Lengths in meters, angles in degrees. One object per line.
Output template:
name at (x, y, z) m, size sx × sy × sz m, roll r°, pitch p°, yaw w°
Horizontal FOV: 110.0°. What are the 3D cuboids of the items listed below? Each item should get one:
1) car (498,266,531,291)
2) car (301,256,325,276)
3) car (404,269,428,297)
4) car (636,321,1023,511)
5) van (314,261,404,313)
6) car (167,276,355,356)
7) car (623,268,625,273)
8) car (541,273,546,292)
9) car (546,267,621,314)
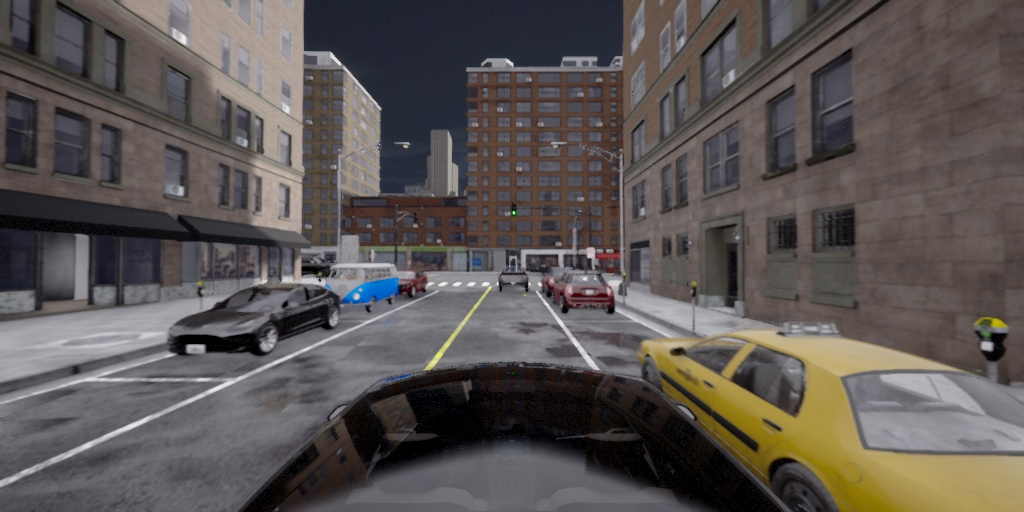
car at (0.176, 1.400, 23.257) m, size 2.128 × 1.511 × 4.902 m, roll 0°, pitch 0°, yaw 3°
car at (-18.389, 1.020, 32.705) m, size 5.566 × 2.045 × 2.150 m, roll 0°, pitch -1°, yaw 0°
car at (-5.855, 1.427, 19.781) m, size 1.888 × 1.381 × 4.507 m, roll 0°, pitch 0°, yaw 0°
car at (2.669, 1.287, 3.502) m, size 1.751 × 1.417 × 4.829 m, roll 0°, pitch 0°, yaw 0°
van at (-5.855, 1.182, 14.299) m, size 1.690 × 1.789 × 3.998 m, roll 0°, pitch 0°, yaw 0°
car at (-5.856, 1.367, 8.817) m, size 1.948 × 1.339 × 4.313 m, roll 0°, pitch 0°, yaw 0°
car at (14.451, 1.746, 42.434) m, size 4.674 × 1.442 × 1.812 m, roll 0°, pitch -1°, yaw 2°
car at (2.670, 1.322, 19.780) m, size 1.967 × 1.591 × 4.097 m, roll 0°, pitch 0°, yaw 0°
car at (2.670, 1.282, 14.297) m, size 1.967 × 1.591 × 4.097 m, roll 0°, pitch 0°, yaw 0°
